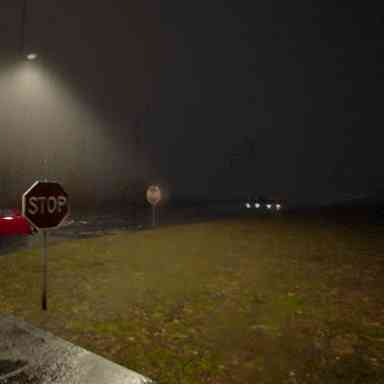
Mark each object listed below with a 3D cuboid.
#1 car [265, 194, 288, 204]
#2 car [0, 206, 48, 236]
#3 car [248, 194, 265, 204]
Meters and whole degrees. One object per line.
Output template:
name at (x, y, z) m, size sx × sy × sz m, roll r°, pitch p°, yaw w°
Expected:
car at (14.029, 1.162, 53.788) m, size 1.882 × 1.535 × 5.008 m, roll 1°, pitch 1°, yaw 35°
car at (-8.563, 1.314, 14.760) m, size 1.994 × 1.385 × 4.181 m, roll 1°, pitch 1°, yaw 34°
car at (11.146, 1.102, 55.771) m, size 1.882 × 1.535 × 5.008 m, roll 1°, pitch 1°, yaw 35°
